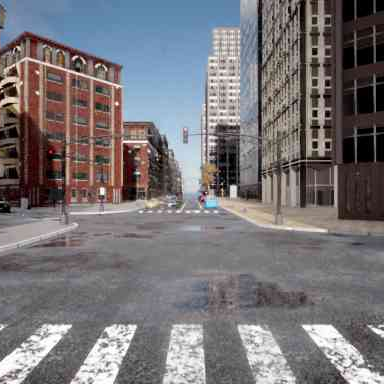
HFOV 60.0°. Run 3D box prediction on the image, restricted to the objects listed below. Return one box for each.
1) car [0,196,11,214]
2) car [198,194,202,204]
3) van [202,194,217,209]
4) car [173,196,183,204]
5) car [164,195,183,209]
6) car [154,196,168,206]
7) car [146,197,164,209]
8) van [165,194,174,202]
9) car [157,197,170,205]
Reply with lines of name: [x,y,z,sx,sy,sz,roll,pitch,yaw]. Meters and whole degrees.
car: [-22.560,1.417,37.640,5.566,2.045,2.150,1,0,41]
car: [2.583,1.645,67.966,1.887,1.381,4.507,0,0,0]
van: [2.580,1.386,45.757,1.690,1.788,3.998,0,0,0]
car: [-2.759,1.621,66.402,1.812,1.442,4.674,0,0,1]
car: [-2.802,1.537,45.948,2.128,1.511,4.902,0,0,2]
car: [-5.299,1.510,56.864,1.967,1.590,4.097,0,0,0]
car: [-5.301,1.571,45.589,1.752,1.417,4.829,0,0,0]
van: [-5.294,1.474,79.072,1.690,1.788,3.998,0,0,0]
car: [-5.298,1.651,62.416,1.947,1.339,4.313,0,0,0]
